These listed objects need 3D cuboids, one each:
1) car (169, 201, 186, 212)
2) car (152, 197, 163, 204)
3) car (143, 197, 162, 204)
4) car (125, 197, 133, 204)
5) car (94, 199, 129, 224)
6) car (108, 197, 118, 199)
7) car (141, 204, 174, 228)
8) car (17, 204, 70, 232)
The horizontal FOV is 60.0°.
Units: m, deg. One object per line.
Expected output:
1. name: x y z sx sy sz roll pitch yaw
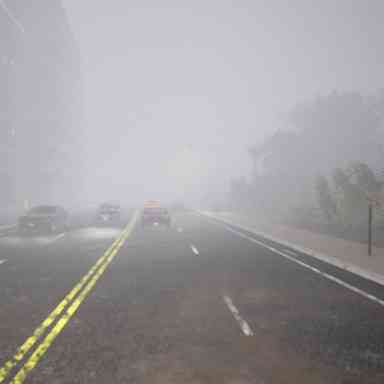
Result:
1. car: -2.011 1.814 43.280 1.994 1.385 4.181 1 0 -8
2. car: -7.897 1.891 76.021 1.812 1.442 4.674 1 0 -12
3. car: -4.958 1.681 41.048 1.882 1.535 5.008 1 0 -8
4. car: -13.683 1.803 71.917 2.128 1.511 4.902 1 0 -11
5. car: -6.307 1.584 25.613 2.128 1.511 4.902 1 0 -7
6. car: -16.863 1.766 71.251 1.812 1.442 4.674 1 0 -11
7. car: -2.539 1.721 23.124 1.895 1.301 4.718 1 0 -7
8. car: -8.957 1.507 20.419 1.882 1.535 5.008 1 0 -7
